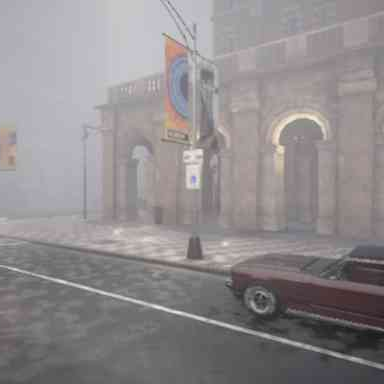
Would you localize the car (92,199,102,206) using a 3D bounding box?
[{"bbox_3d":[-13.260,1.568,53.006,2.033,1.411,5.357,0,0,36],"label":"car"}]

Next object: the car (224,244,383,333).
[{"bbox_3d":[2.964,1.596,5.747,4.718,1.301,1.895,0,0,35],"label":"car"}]

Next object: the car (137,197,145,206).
[{"bbox_3d":[-9.081,1.511,52.811,2.128,1.511,4.902,0,0,36],"label":"car"}]
